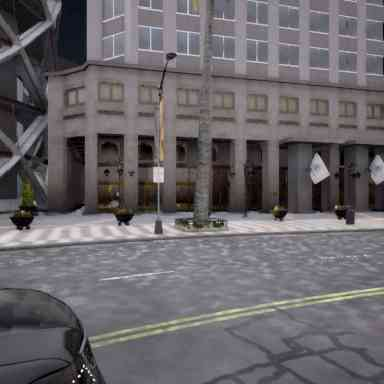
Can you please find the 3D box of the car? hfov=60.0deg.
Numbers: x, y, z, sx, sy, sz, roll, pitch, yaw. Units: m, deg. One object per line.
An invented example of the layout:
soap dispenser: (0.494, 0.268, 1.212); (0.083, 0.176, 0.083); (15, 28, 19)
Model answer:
car: (-3.172, 1.222, 1.407); (5.566, 2.045, 2.150); (0, 0, -36)
